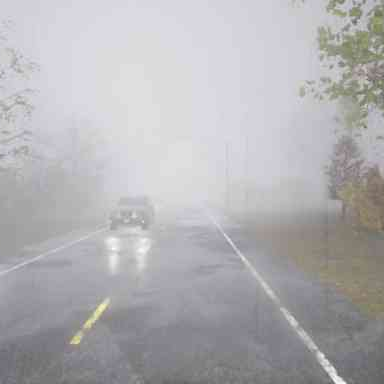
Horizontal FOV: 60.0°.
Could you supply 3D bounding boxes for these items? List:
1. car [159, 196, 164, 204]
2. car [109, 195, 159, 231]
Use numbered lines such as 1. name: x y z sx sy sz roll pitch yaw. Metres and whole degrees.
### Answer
1. car: -6.230 1.422 62.697 2.128 1.511 4.902 0 0 -7
2. car: -3.638 1.214 21.105 2.150 2.045 5.566 0 0 0
